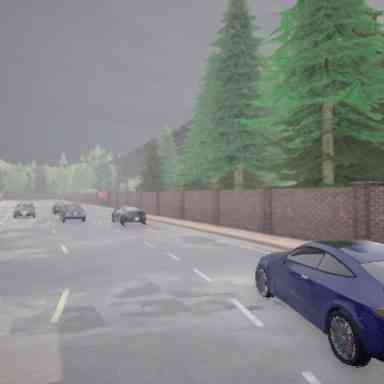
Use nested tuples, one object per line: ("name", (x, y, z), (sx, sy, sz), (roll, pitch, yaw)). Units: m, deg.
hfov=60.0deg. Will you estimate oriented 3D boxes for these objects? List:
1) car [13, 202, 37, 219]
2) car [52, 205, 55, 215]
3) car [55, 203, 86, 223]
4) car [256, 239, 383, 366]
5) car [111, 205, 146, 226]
("car", (-16.216, 1.775, 32.370), (2.128, 1.511, 4.902), (0, 0, -26))
("car", (-15.273, 1.921, 38.962), (1.895, 1.301, 4.718), (0, 0, -26))
("car", (-10.239, 1.777, 28.429), (2.033, 1.411, 5.357), (0, 0, -25))
("car", (2.647, 1.549, 5.799), (1.812, 1.442, 4.674), (0, 0, -9))
("car", (-4.803, 1.707, 25.105), (1.812, 1.442, 4.674), (0, 0, -25))
